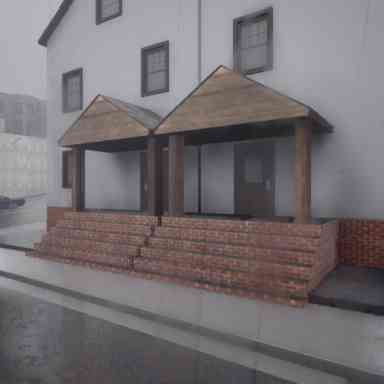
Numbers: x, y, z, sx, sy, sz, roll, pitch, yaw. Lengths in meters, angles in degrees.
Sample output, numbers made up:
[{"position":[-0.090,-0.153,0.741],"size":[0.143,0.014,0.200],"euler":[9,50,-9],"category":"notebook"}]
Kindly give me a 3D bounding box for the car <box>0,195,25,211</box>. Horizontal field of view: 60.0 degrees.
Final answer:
[{"position":[-15.521,1.015,25.432],"size":[1.895,1.301,4.718],"euler":[0,6,35],"category":"car"}]
